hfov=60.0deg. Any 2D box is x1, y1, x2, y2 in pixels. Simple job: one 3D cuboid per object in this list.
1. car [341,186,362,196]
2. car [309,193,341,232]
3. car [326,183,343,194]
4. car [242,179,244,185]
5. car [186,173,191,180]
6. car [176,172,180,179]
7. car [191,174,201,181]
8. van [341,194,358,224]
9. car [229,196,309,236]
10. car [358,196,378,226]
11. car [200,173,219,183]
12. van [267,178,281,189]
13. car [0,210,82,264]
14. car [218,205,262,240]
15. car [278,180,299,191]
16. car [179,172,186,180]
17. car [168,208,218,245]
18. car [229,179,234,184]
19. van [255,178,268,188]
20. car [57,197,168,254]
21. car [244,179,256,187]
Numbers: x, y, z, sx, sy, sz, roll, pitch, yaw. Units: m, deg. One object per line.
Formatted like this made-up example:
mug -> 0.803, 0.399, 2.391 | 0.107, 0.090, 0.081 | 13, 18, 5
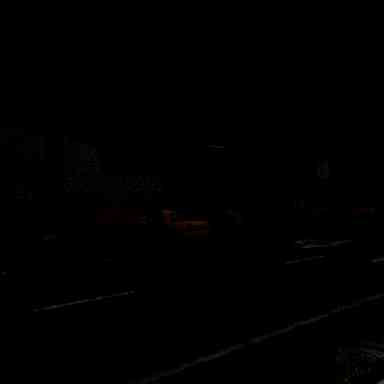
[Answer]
car -> 25.613, 0.131, 52.565 | 2.002, 1.452, 4.674 | 7, 3, 35
car -> 5.829, 1.264, 20.619 | 5.566, 2.045, 2.435 | -1, -1, 35
car -> 23.918, -0.431, 55.035 | 2.435, 2.045, 5.566 | 7, 3, 35
car -> 11.784, -2.048, 72.285 | 2.002, 1.452, 4.674 | 7, 3, 35
car -> 1.266, -3.855, 86.965 | 2.185, 1.767, 4.553 | 6, 3, 34
car -> -2.243, -4.367, 91.777 | 2.435, 2.045, 5.566 | 1, -1, 34
car -> 3.065, -3.704, 84.502 | 2.435, 2.045, 5.566 | 7, 3, 34
van -> 8.365, 1.294, 22.293 | 4.442, 1.987, 1.878 | -1, -1, 35
car -> 3.319, 1.260, 18.910 | 5.566, 2.045, 2.435 | -1, -1, 35
car -> 10.771, 1.400, 24.047 | 4.553, 1.767, 2.185 | -1, -1, 35
car -> 4.920, -3.181, 82.246 | 1.946, 1.575, 5.366 | 7, 3, 34
van -> 16.932, -1.496, 64.771 | 1.878, 1.987, 4.442 | 7, 4, 35
car -> -6.468, 1.523, 11.935 | 4.792, 1.488, 2.163 | -1, -1, 34
car -> 0.894, 1.546, 17.148 | 4.674, 1.452, 2.002 | -1, -1, 35
car -> 18.695, -0.997, 62.412 | 2.231, 1.521, 4.892 | 7, 3, 35
car -> -0.468, -4.090, 89.432 | 2.185, 1.767, 4.553 | 4, 1, 33
car -> -1.709, 1.501, 15.516 | 5.366, 1.575, 1.946 | -1, -1, 34
car -> 10.038, -2.322, 74.744 | 2.002, 1.452, 4.674 | 7, 3, 35
van -> 15.198, -1.769, 67.239 | 1.878, 1.987, 4.442 | 7, 4, 35
car -> -4.026, 1.246, 13.685 | 5.566, 2.045, 2.435 | -1, -1, 34
car -> 13.619, -1.817, 69.968 | 1.946, 1.575, 5.366 | 7, 3, 35
